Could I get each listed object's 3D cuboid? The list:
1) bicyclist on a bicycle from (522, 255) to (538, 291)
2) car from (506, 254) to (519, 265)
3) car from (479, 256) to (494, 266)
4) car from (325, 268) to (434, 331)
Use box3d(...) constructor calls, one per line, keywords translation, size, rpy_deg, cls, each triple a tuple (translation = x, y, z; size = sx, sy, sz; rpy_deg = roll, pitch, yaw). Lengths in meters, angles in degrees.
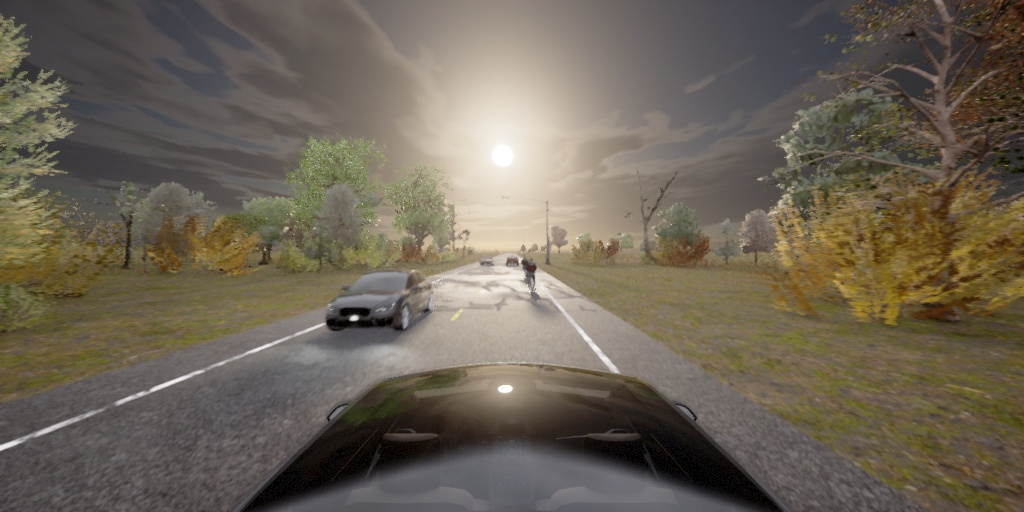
box3d(translation=(0.959, 0.934, 17.776), size=(0.659, 1.776, 1.843), rpy_deg=(0, 1, 0), cls="bicyclist on a bicycle")
box3d(translation=(0.062, 0.589, 55.603), size=(1.882, 1.535, 5.008), rpy_deg=(0, 1, 0), cls="car")
box3d(translation=(-3.559, 0.708, 51.493), size=(2.033, 1.411, 5.357), rpy_deg=(0, 1, 1), cls="car")
box3d(translation=(-3.596, 1.152, 10.596), size=(1.837, 1.490, 4.892), rpy_deg=(0, 0, 0), cls="car")
